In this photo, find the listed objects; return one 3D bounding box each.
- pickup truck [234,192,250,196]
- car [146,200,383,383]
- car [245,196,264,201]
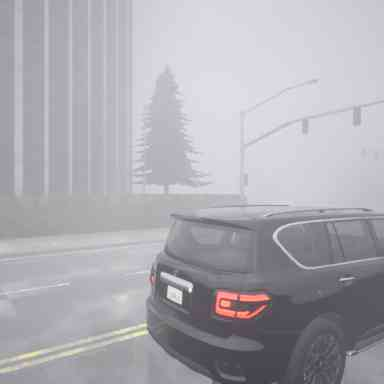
[{"bbox_3d":[10.198,1.059,68.782,2.390,2.098,6.274,0,0,-5],"label":"pickup truck"},{"bbox_3d":[2.014,1.221,5.179,5.566,2.045,2.150,0,0,-35],"label":"car"},{"bbox_3d":[8.371,1.564,43.143,1.994,1.385,4.181,0,0,-36],"label":"car"}]
